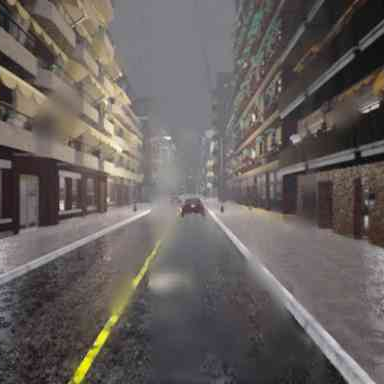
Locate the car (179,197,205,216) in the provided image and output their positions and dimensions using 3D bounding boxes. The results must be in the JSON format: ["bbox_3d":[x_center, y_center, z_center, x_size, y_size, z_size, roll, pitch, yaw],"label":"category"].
[{"bbox_3d":[0.093,1.287,31.508,2.097,1.767,4.553,0,0,0],"label":"car"}]

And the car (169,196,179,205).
[{"bbox_3d":[-2.816,1.436,57.715,1.812,1.442,4.674,0,0,1],"label":"car"}]
